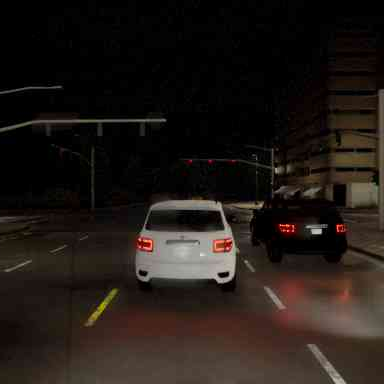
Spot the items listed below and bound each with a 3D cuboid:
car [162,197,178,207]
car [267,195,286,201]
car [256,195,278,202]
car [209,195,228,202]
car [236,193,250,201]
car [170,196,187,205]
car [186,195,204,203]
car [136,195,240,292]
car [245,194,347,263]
[{"bbox_3d":[-3.363,1.505,51.610,1.837,1.490,4.892,0,0,3],"label":"car"},{"bbox_3d":[21.840,1.524,86.259,4.674,1.442,1.812,0,0,-22],"label":"car"},{"bbox_3d":[18.202,1.540,80.233,5.357,1.411,2.033,0,0,-34],"label":"car"},{"bbox_3d":[6.380,1.525,79.003,2.128,1.511,4.902,0,0,38],"label":"car"},{"bbox_3d":[13.073,1.225,80.741,5.566,2.045,2.150,0,0,-41],"label":"car"},{"bbox_3d":[-2.426,1.505,60.847,1.837,1.490,4.892,0,0,13],"label":"car"},{"bbox_3d":[0.662,1.478,70.373,1.882,1.535,5.008,0,0,23],"label":"car"},{"bbox_3d":[0.016,1.221,9.154,2.150,2.045,5.566,0,0,4],"label":"car"},{"bbox_3d":[3.577,1.221,12.180,2.150,2.045,5.566,0,0,0],"label":"car"}]
